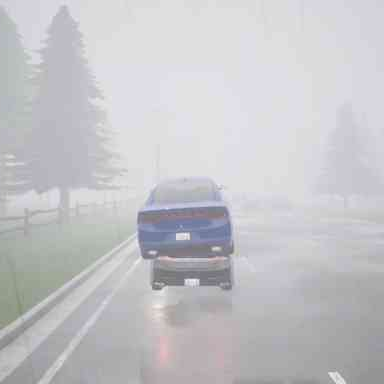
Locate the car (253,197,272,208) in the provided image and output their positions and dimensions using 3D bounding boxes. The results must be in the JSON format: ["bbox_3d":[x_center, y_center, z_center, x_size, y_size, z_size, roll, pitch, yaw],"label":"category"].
[{"bbox_3d":[10.500,1.505,50.068,1.837,1.490,4.892,0,0,0],"label":"car"}]

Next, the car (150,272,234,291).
[{"bbox_3d":[0.000,1.553,9.026,2.128,1.511,4.902,0,1,0],"label":"car"}]

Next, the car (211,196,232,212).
[{"bbox_3d":[3.500,1.352,40.035,2.097,1.767,4.553,0,0,0],"label":"car"}]

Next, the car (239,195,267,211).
[{"bbox_3d":[7.000,1.491,39.648,2.128,1.511,4.902,0,0,0],"label":"car"}]

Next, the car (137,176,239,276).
[{"bbox_3d":[-0.083,0.341,8.301,1.882,1.535,5.008,-4,7,3],"label":"car"}]

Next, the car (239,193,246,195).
[{"bbox_3d":[7.000,1.221,50.098,2.150,2.045,5.566,0,0,0],"label":"car"}]

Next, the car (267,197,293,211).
[{"bbox_3d":[10.500,1.352,40.035,2.097,1.767,4.553,0,0,0],"label":"car"}]
